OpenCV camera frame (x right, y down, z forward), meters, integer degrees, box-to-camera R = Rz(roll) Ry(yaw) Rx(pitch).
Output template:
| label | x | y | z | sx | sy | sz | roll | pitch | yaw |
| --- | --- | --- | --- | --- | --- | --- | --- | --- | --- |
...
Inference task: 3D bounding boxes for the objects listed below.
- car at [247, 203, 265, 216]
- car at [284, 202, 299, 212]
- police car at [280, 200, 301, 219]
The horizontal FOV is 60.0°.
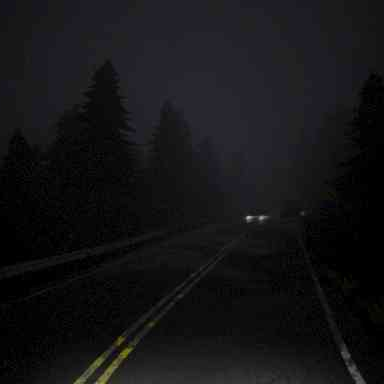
| label | x | y | z | sx | sy | sz | roll | pitch | yaw |
| --- | --- | --- | --- | --- | --- | --- | --- | --- | --- |
| car | 8.345 | 2.193 | 43.032 | 1.882 | 1.535 | 5.008 | -1 | -1 | 17 |
| car | 15.470 | 2.340 | 51.914 | 1.837 | 1.490 | 4.892 | 0 | -1 | 12 |
| police car | 10.718 | 1.984 | 36.413 | 1.930 | 1.638 | 5.238 | -1 | -1 | 18 |
